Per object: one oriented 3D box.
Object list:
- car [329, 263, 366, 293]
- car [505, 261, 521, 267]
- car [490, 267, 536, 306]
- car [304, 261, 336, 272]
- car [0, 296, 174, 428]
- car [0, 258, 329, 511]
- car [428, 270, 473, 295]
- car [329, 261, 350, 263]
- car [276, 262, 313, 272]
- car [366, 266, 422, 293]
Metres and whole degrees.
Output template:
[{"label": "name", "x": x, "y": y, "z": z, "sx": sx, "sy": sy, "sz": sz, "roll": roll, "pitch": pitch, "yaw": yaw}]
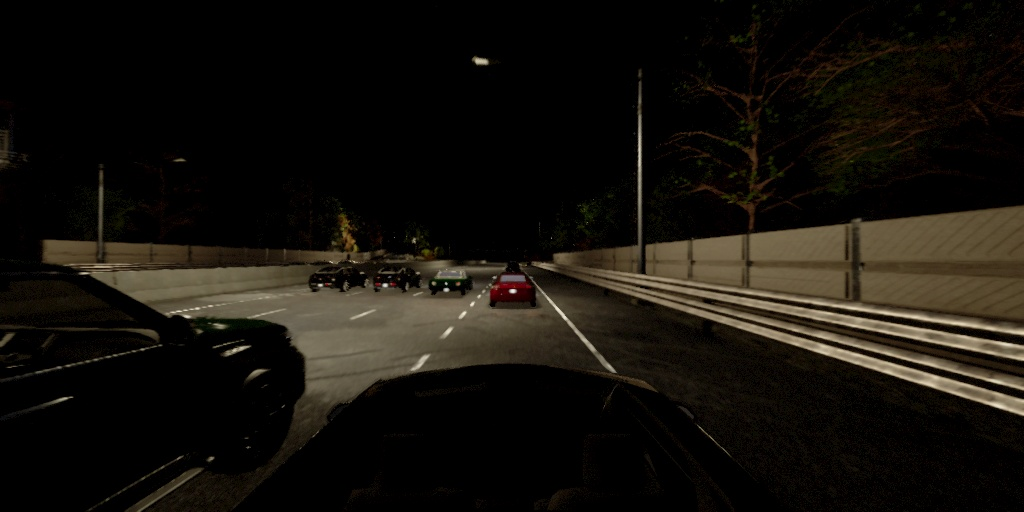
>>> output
[{"label": "car", "x": -10.342, "y": 1.350, "z": 21.806, "sx": 1.837, "sy": 1.490, "sz": 4.892, "roll": 0, "pitch": 0, "yaw": 0}, {"label": "car", "x": 0.120, "y": 1.553, "z": 45.166, "sx": 1.837, "sy": 1.490, "sz": 4.892, "roll": 0, "pitch": 0, "yaw": 0}, {"label": "car", "x": 0.041, "y": 1.408, "z": 16.497, "sx": 1.994, "sy": 1.385, "sz": 4.181, "roll": 0, "pitch": 0, "yaw": 0}, {"label": "car", "x": -27.888, "y": 1.493, "z": 52.243, "sx": 1.882, "sy": 1.535, "sz": 5.008, "roll": 0, "pitch": 0, "yaw": 1}, {"label": "car", "x": -6.892, "y": 1.342, "z": 3.928, "sx": 1.895, "sy": 1.301, "sz": 4.718, "roll": 0, "pitch": 0, "yaw": 0}, {"label": "car", "x": -3.399, "y": 0.960, "z": 1.678, "sx": 2.150, "sy": 2.045, "sz": 5.566, "roll": 0, "pitch": 0, "yaw": 0}, {"label": "car", "x": -3.344, "y": 1.460, "z": 20.508, "sx": 1.895, "sy": 1.301, "sz": 4.718, "roll": 0, "pitch": 0, "yaw": 0}, {"label": "car", "x": -24.392, "y": 1.532, "z": 52.307, "sx": 1.837, "sy": 1.490, "sz": 4.892, "roll": 0, "pitch": 0, "yaw": 1}, {"label": "car", "x": -31.375, "y": 1.550, "z": 52.026, "sx": 2.033, "sy": 1.411, "sz": 5.357, "roll": 0, "pitch": 0, "yaw": 1}, {"label": "car", "x": -6.844, "y": 1.361, "z": 21.798, "sx": 1.837, "sy": 1.490, "sz": 4.892, "roll": 0, "pitch": 0, "yaw": 0}]
